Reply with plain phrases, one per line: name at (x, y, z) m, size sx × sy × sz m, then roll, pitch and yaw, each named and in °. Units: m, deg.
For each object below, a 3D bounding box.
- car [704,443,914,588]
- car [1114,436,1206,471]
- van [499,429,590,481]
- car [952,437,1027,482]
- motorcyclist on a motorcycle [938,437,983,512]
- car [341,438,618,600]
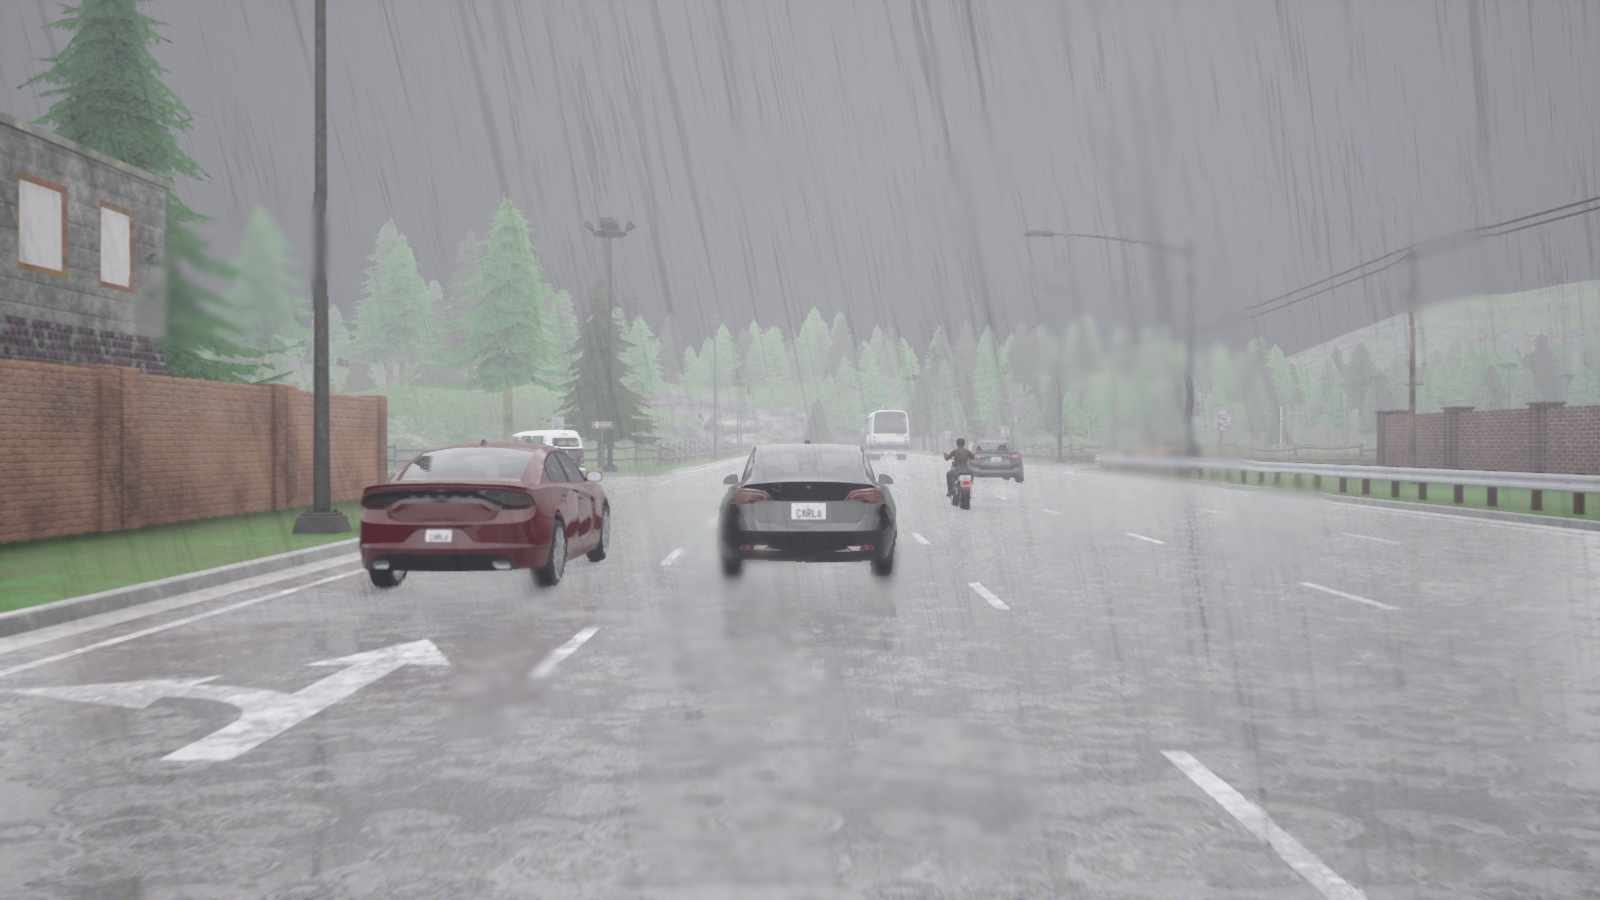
car at (0.102, 0.660, 15.333) m, size 2.163 × 1.488 × 4.792 m, roll 0°, pitch 0°, yaw 0°
car at (20.108, 0.183, 70.232) m, size 4.605 × 1.855 × 1.932 m, roll 0°, pitch 0°, yaw 43°
van at (-10.530, 0.174, 51.542) m, size 2.069 × 2.038 × 4.480 m, roll 0°, pitch 1°, yaw -34°
car at (7.289, 0.324, 48.756) m, size 2.242 × 1.667 × 4.611 m, roll 0°, pitch 1°, yaw 0°
motorcyclist on a motorcycle at (3.678, 0.537, 28.958) m, size 0.766 × 1.649 × 2.350 m, roll 0°, pitch 0°, yaw 0°
car at (-3.404, 0.640, 14.438) m, size 1.882 × 1.535 × 5.008 m, roll 0°, pitch 0°, yaw 0°
